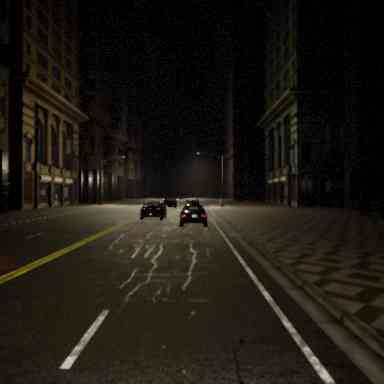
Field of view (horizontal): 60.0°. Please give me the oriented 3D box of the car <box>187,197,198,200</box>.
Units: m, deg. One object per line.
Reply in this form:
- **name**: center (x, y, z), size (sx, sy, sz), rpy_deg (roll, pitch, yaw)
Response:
- **car**: center (0.096, 1.511, 47.555), size (2.128, 1.511, 4.902), rpy_deg (0, 0, 0)

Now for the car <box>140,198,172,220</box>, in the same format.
- **car**: center (-3.153, 1.502, 27.890), size (2.128, 1.511, 4.902), rpy_deg (0, 0, 0)

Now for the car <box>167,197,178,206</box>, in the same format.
- **car**: center (-3.152, 1.498, 48.793), size (1.882, 1.535, 5.008), rpy_deg (0, 0, 0)

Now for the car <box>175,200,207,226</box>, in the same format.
- **car**: center (0.097, 1.556, 23.530), size (2.033, 1.411, 5.357), rpy_deg (0, 0, 0)
